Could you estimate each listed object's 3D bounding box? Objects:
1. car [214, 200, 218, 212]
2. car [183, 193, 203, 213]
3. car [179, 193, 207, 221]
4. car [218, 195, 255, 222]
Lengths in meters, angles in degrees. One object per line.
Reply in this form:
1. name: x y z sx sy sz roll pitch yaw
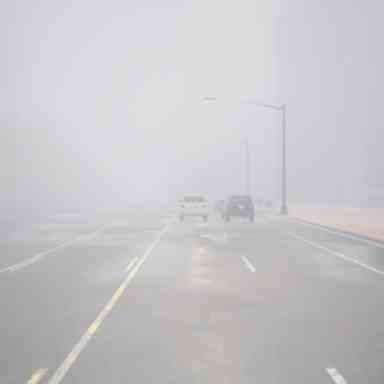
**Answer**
1. car: 3.569 1.543 38.797 2.033 1.411 5.357 0 0 0
2. car: 0.091 1.219 39.285 2.150 2.045 5.566 0 0 0
3. car: 0.096 1.218 27.604 2.150 2.045 5.566 0 0 -1
4. car: 3.595 1.219 26.815 2.150 2.045 5.566 0 0 0
